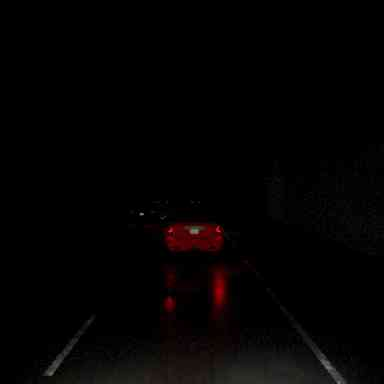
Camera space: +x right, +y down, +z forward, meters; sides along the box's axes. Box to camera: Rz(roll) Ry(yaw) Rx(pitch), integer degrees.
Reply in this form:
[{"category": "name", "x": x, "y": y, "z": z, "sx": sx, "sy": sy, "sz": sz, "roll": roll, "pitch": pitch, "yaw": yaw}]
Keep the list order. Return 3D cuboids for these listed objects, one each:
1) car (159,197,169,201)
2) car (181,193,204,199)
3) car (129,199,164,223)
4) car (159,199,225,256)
[{"category": "car", "x": -3.496, "y": 1.389, "z": 41.855, "sx": 1.812, "sy": 1.442, "sz": 4.674, "roll": 0, "pitch": 0, "yaw": 0}, {"category": "car", "x": 0.038, "y": 1.105, "z": 35.302, "sx": 2.150, "sy": 2.045, "sz": 5.566, "roll": 0, "pitch": 0, "yaw": 0}, {"category": "car", "x": -3.451, "y": 1.483, "z": 24.818, "sx": 1.994, "sy": 1.385, "sz": 4.181, "roll": 0, "pitch": 0, "yaw": 0}, {"category": "car", "x": 0.074, "y": 1.309, "z": 13.020, "sx": 2.097, "sy": 1.767, "sz": 4.553, "roll": 0, "pitch": 0, "yaw": 0}]
